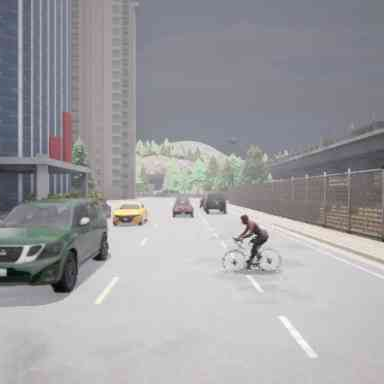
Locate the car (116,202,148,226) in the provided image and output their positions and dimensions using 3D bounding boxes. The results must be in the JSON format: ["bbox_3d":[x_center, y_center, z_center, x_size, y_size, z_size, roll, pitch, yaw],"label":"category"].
[{"bbox_3d":[-4.298,1.477,23.683,1.882,1.535,5.008,0,0,-2],"label":"car"}]

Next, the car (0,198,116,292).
[{"bbox_3d":[-3.846,1.223,9.241,2.150,2.045,5.566,0,0,-2],"label":"car"}]

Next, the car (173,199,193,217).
[{"bbox_3d":[-0.860,1.601,31.601,1.895,1.301,4.718,0,0,-2],"label":"car"}]

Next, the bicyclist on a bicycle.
[{"bbox_3d":[1.642,1.453,9.208,1.656,1.620,0.582,-2,0,-2],"label":"bicyclist on a bicycle"}]

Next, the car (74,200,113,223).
[{"bbox_3d":[-7.812,1.480,26.915,1.882,1.535,5.008,0,0,-2],"label":"car"}]

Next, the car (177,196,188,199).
[{"bbox_3d":[-1.253,1.352,43.942,2.097,1.767,4.553,0,0,-2],"label":"car"}]

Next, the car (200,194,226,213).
[{"bbox_3d":[2.453,1.223,36.554,2.150,2.045,5.566,0,0,-2],"label":"car"}]

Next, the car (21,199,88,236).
[{"bbox_3d":[-7.655,1.351,19.081,2.097,1.767,4.553,0,0,-2],"label":"car"}]
